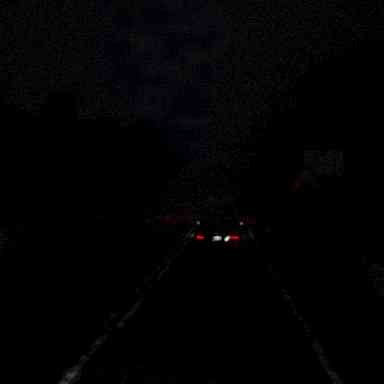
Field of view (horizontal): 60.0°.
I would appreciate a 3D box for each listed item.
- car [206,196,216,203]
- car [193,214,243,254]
[{"bbox_3d":[4.186,1.692,72.493,1.812,1.442,4.674,0,-1,6],"label":"car"},{"bbox_3d":[1.122,1.593,13.682,2.033,1.411,5.357,0,0,6],"label":"car"}]
